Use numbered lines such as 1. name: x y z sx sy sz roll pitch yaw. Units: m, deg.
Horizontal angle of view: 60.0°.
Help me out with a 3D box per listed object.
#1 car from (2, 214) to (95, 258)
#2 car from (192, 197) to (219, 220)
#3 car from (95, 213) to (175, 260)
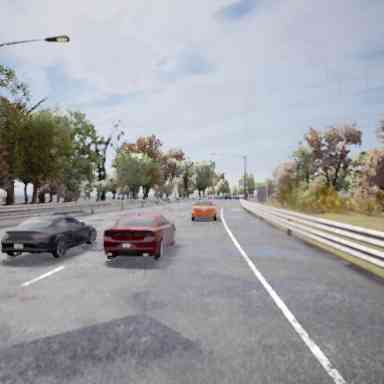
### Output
1. car: -5.339 1.595 12.959 1.812 1.442 4.674 0 0 5
2. car: 1.138 1.517 29.652 2.097 1.767 4.553 0 0 4
3. car: -1.829 1.548 12.909 1.882 1.535 5.008 0 0 5
